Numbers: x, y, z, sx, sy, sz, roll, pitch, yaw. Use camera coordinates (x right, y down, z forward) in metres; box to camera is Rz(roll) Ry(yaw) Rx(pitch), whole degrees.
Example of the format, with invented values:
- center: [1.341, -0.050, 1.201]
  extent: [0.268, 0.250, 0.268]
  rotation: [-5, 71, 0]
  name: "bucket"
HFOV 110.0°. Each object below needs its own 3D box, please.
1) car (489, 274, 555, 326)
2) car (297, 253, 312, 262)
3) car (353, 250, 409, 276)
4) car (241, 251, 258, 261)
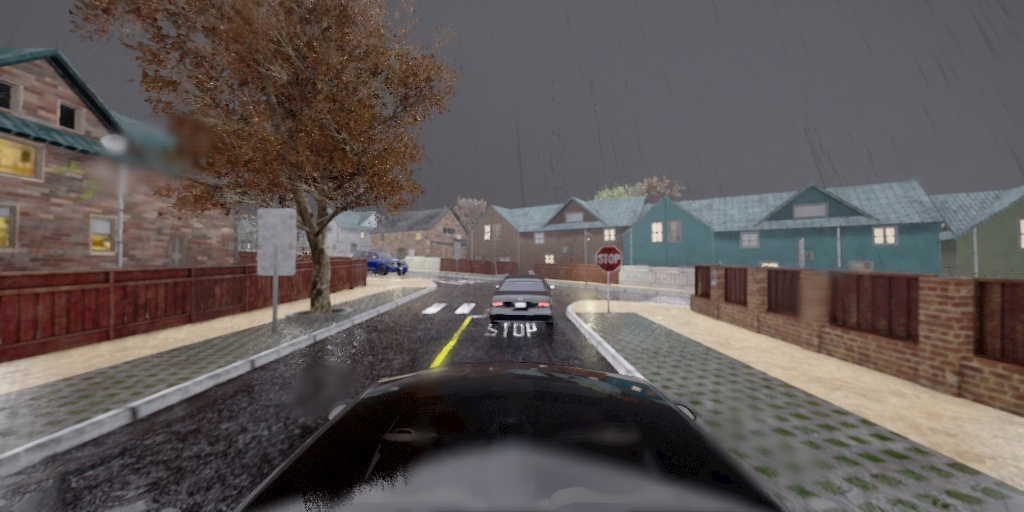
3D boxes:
- center: [0.416, 1.296, 11.674]
  extent: [2.033, 1.411, 5.357]
  rotation: [0, 0, 5]
  name: "car"
- center: [-19.849, 0.511, 35.680]
  extent: [4.892, 1.490, 1.837]
  rotation: [2, 0, 32]
  name: "car"
- center: [-11.233, 0.561, 30.273]
  extent: [5.566, 2.045, 2.150]
  rotation: [2, 0, 32]
  name: "car"
- center: [-29.659, 0.114, 41.846]
  extent: [5.008, 1.535, 1.882]
  rotation: [2, 0, 32]
  name: "car"
